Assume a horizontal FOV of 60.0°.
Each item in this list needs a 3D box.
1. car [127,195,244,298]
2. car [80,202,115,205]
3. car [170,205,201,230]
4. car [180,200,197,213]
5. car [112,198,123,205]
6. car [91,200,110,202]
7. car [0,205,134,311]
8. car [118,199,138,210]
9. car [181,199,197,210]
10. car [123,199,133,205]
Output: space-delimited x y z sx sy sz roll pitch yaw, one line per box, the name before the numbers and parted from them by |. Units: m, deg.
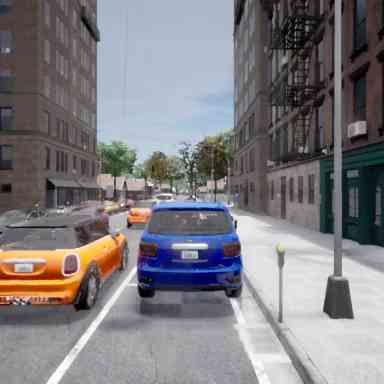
car | -0.039 1.228 8.680 2.150 2.045 5.566 0 0 0
car | -5.870 1.527 18.552 1.812 1.442 4.674 0 0 0
car | -0.383 1.584 21.873 1.802 1.307 4.206 0 0 0
car | -0.383 1.596 38.428 1.802 1.307 4.206 0 0 0
car | -8.408 1.535 32.737 1.752 1.417 4.829 0 0 0
car | -8.408 1.445 27.388 1.967 1.590 4.097 0 0 0
car | -2.923 1.351 7.932 2.097 1.767 4.553 0 0 0
car | -8.408 1.600 43.945 1.802 1.307 4.206 0 0 0
car | -0.383 1.584 43.946 1.947 1.339 4.313 0 0 0
car | -3.022 1.355 22.778 2.097 1.767 4.553 0 0 0
